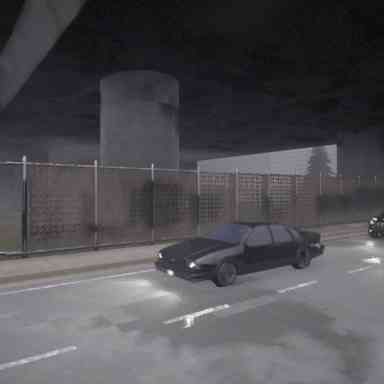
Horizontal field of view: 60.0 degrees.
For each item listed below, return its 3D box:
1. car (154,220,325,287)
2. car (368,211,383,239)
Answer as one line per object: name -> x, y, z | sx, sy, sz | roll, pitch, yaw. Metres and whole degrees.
car -> 1.630, 1.547, 9.549 | 5.357, 1.411, 2.033 | 0, 0, -36
car -> 10.477, 1.352, 16.045 | 4.553, 1.767, 2.097 | 0, 0, -36
